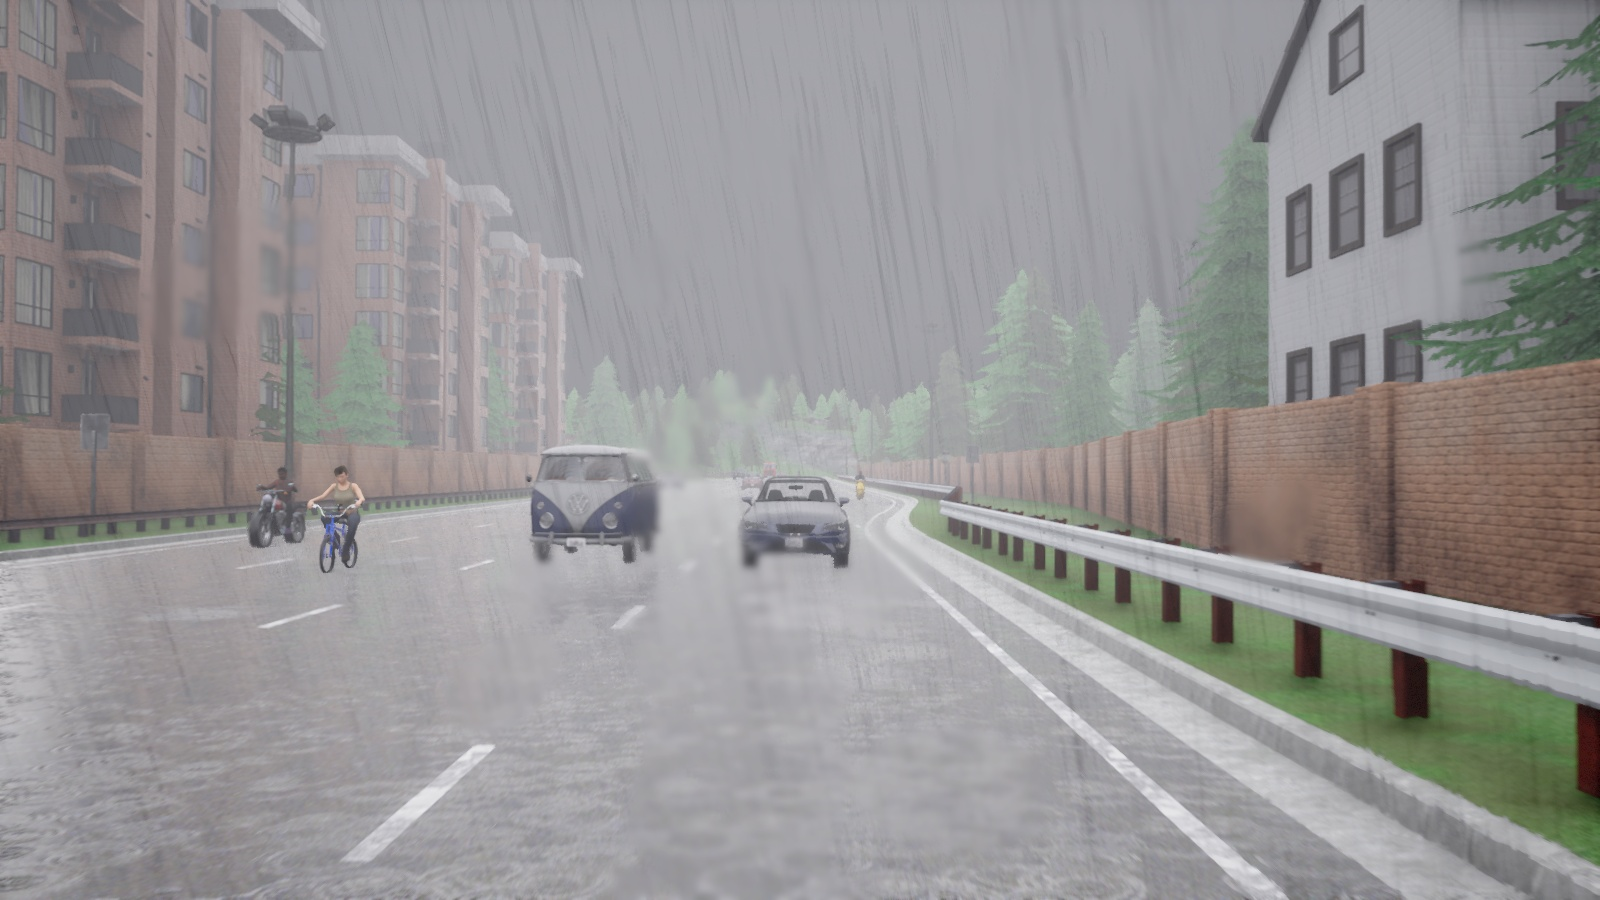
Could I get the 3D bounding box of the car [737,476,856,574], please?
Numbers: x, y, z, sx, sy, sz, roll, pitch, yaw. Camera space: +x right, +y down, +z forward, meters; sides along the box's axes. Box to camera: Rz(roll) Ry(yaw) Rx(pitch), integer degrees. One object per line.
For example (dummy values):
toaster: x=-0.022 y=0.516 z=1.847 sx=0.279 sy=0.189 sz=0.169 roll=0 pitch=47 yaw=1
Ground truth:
car: x=-0.052 y=1.185 z=21.324 sx=1.816 sy=1.474 sz=4.193 roll=0 pitch=-1 yaw=0

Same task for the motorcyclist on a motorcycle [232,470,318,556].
motorcyclist on a motorcycle: x=-10.562 y=1.232 z=25.369 sx=0.766 sy=1.649 sz=2.350 roll=0 pitch=-1 yaw=0

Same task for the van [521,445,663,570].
van: x=-3.555 y=0.954 z=22.229 sx=1.775 sy=1.987 sz=4.442 roll=0 pitch=-1 yaw=0

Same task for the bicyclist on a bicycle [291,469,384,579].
bicyclist on a bicycle: x=-7.042 y=1.101 z=19.212 sx=0.866 sy=1.612 sz=1.509 roll=0 pitch=-1 yaw=0
